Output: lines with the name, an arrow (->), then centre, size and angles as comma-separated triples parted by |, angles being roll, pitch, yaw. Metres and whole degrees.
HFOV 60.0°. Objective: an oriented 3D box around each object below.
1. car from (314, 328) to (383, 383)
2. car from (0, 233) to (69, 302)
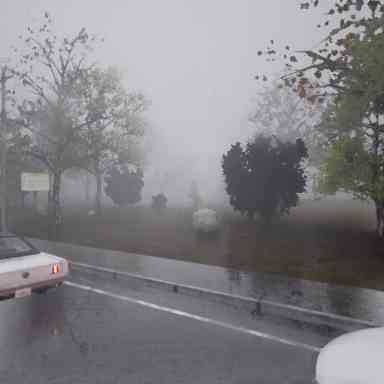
car -> 3.100, 1.526, 1.797 | 4.674, 1.442, 1.812 | 0, 0, 35
car -> -4.968, 1.598, 7.534 | 4.718, 1.301, 1.895 | 0, 0, 36
